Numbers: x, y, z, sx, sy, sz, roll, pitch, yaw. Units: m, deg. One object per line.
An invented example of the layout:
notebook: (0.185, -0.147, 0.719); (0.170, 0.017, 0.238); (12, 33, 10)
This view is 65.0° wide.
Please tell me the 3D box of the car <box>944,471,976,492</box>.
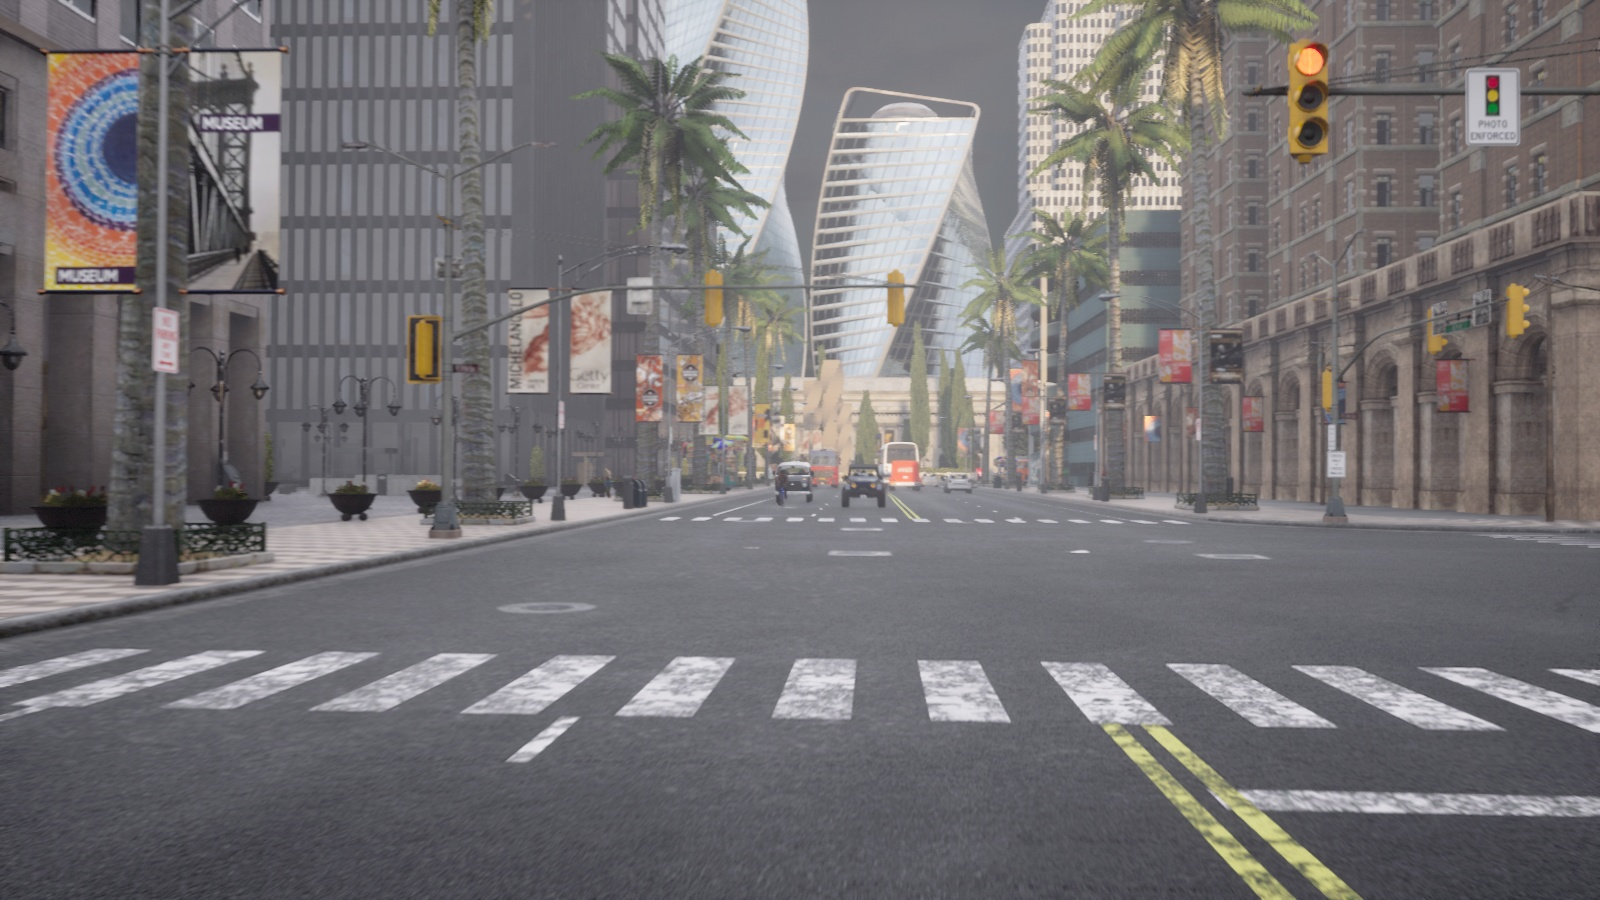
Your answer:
car: (11.830, 2.322, 93.024); (1.970, 1.475, 3.806); (0, -1, 2)

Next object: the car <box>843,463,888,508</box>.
car: (2.885, 1.534, 54.999); (1.905, 1.878, 3.866); (0, -1, 3)

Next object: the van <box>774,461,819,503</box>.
van: (-0.146, 1.620, 63.808); (2.069, 2.038, 4.480); (0, -1, 3)
